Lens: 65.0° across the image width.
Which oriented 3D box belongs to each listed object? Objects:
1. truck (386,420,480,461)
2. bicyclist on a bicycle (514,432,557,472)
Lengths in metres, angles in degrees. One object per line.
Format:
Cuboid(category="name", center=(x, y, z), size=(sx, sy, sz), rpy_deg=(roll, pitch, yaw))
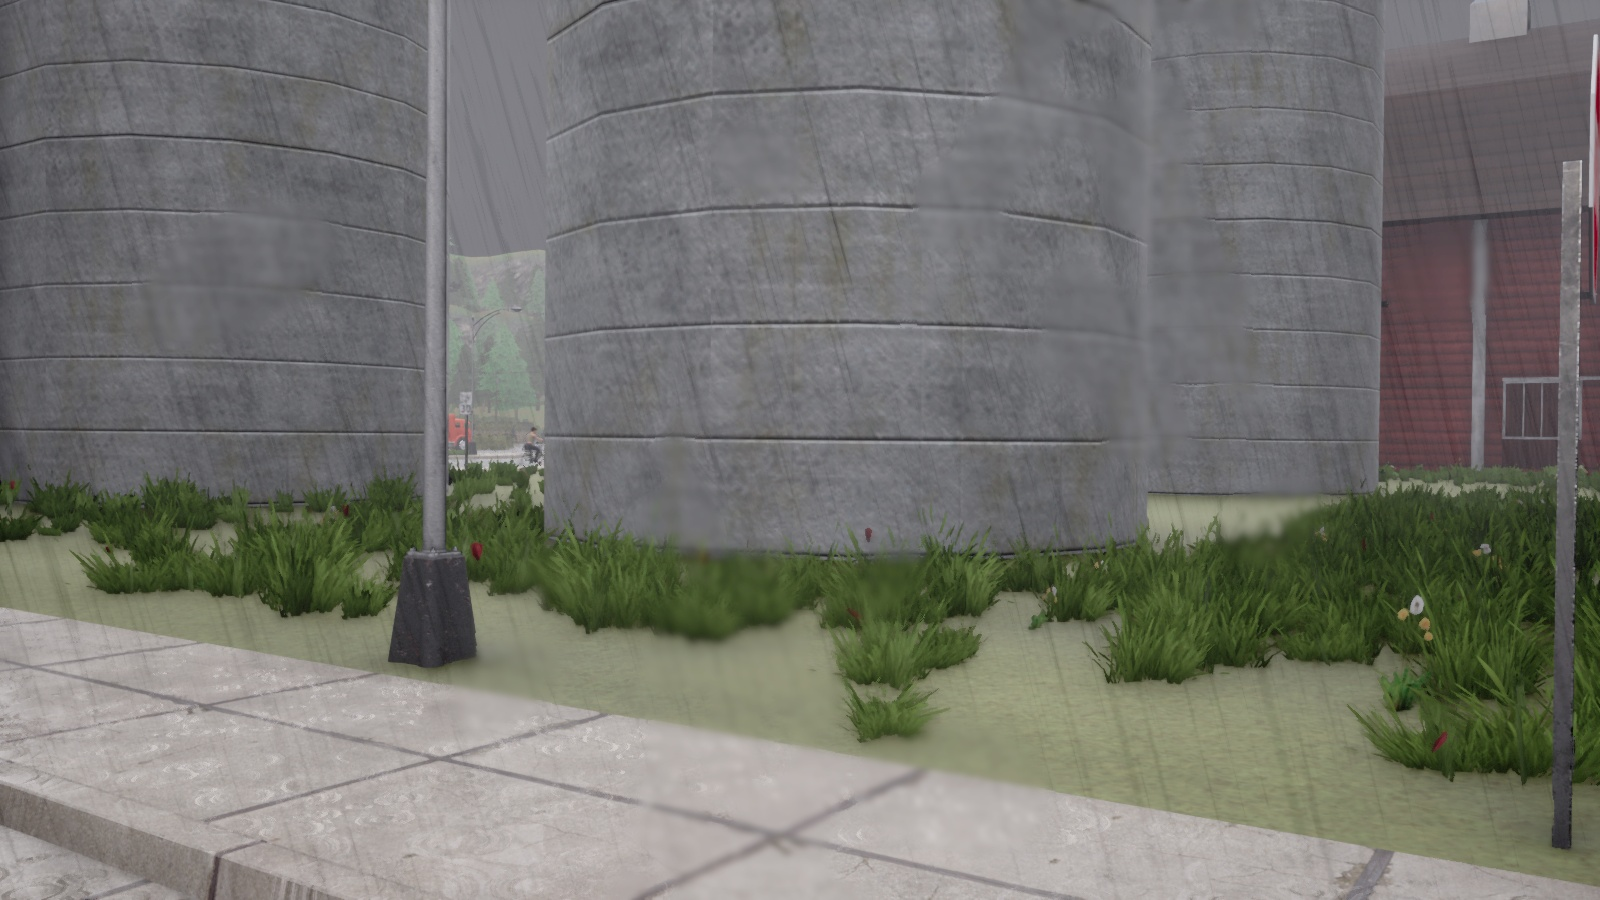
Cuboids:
Cuboid(category="truck", center=(-23.117, -0.630, 79.301), size=(2.627, 2.467, 5.204), rpy_deg=(0, 1, 33))
Cuboid(category="bicyclist on a bicycle", center=(-10.685, 0.072, 50.725), size=(0.866, 1.612, 1.509), rpy_deg=(0, 1, 33))
